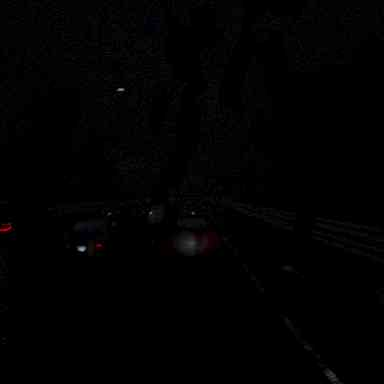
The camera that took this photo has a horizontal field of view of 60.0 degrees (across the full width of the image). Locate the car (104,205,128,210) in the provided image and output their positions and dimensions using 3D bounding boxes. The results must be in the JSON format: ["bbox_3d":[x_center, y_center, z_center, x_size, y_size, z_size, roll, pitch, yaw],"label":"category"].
[{"bbox_3d":[-6.870,1.830,30.133,1.994,1.385,4.181,0,0,1],"label":"car"}]

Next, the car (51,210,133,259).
[{"bbox_3d":[-3.521,1.641,12.939,1.812,1.442,4.674,0,0,0],"label":"car"}]

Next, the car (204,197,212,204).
[{"bbox_3d":[4.310,2.177,87.639,1.801,1.575,5.366,0,-1,5],"label":"car"}]

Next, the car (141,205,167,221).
[{"bbox_3d":[-3.373,1.811,29.929,1.994,1.385,4.181,0,0,1],"label":"car"}]

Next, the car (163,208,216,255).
[{"bbox_3d":[-0.016,1.629,13.789,1.812,1.442,4.674,0,0,0],"label":"car"}]

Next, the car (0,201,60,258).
[{"bbox_3d":[-7.020,1.358,13.440,2.150,2.045,5.566,0,-1,0],"label":"car"}]

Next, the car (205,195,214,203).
[{"bbox_3d":[4.867,2.000,93.379,2.150,2.045,5.566,0,-1,6],"label":"car"}]

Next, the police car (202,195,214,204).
[{"bbox_3d":[3.446,2.057,77.723,1.930,1.638,5.238,0,-1,5],"label":"police car"}]

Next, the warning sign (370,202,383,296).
[{"bbox_3d":[4.480,1.143,6.616,1.300,1.860,1.060,0,0,-1],"label":"warning sign"}]

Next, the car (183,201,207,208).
[{"bbox_3d":[0.131,1.795,30.145,1.994,1.385,4.181,0,0,1],"label":"car"}]
